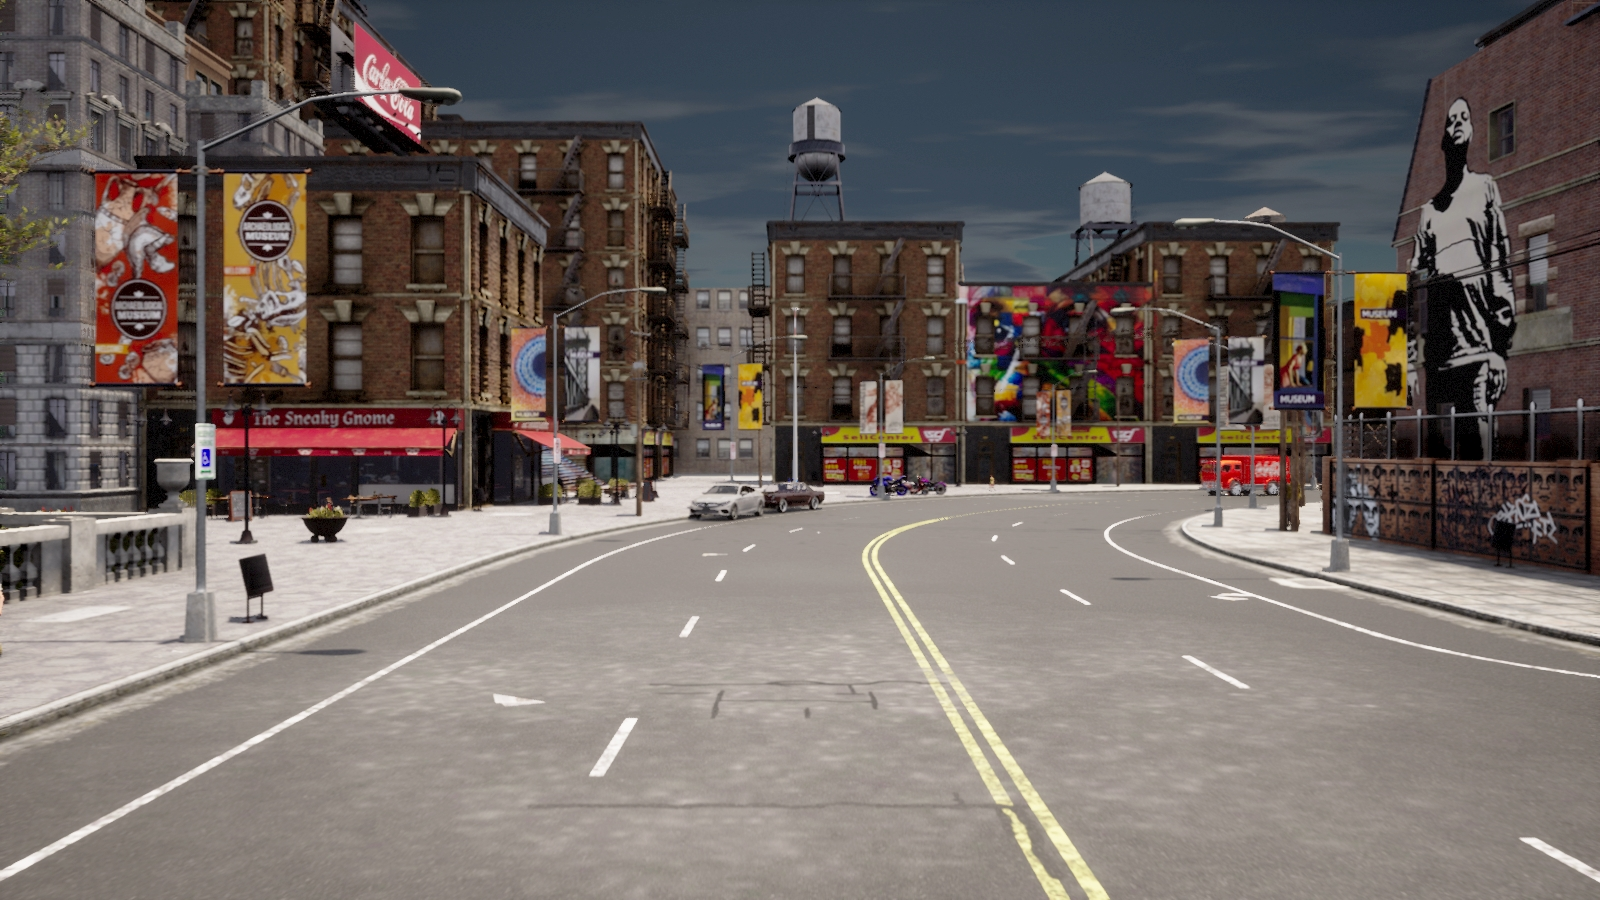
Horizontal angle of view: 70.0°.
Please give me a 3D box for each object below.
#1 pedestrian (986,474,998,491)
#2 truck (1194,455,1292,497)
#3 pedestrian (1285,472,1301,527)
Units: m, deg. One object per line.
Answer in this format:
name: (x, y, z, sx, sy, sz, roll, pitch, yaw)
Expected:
pedestrian: (12.307, 2.076, 73.235, 0.500, 1.100, 0.500, 0, 0, -33)
truck: (27.107, 1.568, 69.948, 5.204, 2.467, 2.627, 0, 0, -21)
pedestrian: (16.958, 1.696, 39.310, 0.375, 1.860, 0.375, 0, 0, -36)
